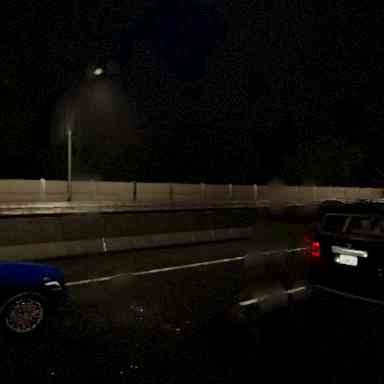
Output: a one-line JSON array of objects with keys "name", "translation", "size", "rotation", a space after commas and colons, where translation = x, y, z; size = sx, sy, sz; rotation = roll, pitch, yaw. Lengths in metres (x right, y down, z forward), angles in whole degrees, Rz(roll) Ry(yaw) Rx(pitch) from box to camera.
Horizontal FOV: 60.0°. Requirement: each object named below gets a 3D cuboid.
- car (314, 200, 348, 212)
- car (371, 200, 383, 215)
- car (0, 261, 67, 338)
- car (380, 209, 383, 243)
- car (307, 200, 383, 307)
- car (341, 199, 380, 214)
[{"name": "car", "translation": [17.702, 1.717, 42.378], "size": [4.674, 1.442, 1.812], "rotation": [0, 0, -35]}, {"name": "car", "translation": [22.240, 1.685, 37.019], "size": [4.902, 1.511, 2.128], "rotation": [0, 0, -35]}, {"name": "car", "translation": [-4.344, 1.523, 4.949], "size": [4.674, 1.442, 1.812], "rotation": [0, 0, -35]}, {"name": "car", "translation": [11.312, 1.568, 16.105], "size": [5.008, 1.535, 1.882], "rotation": [0, 0, -35]}, {"name": "car", "translation": [4.839, 1.261, 7.196], "size": [5.566, 2.045, 2.150], "rotation": [0, 0, -35]}, {"name": "car", "translation": [20.172, 1.684, 39.842], "size": [4.902, 1.511, 2.128], "rotation": [0, 0, -35]}]
